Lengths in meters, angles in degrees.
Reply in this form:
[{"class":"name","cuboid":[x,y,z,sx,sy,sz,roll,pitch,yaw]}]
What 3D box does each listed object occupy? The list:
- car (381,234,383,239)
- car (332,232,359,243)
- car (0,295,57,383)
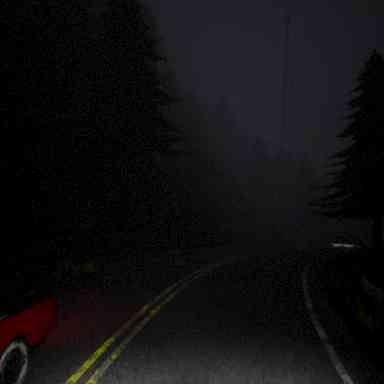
[{"class":"car","cuboid":[23.593,5.864,40.485,2.033,1.411,5.357,-1,-7,38]},{"class":"car","cuboid":[18.177,5.413,39.140,2.033,1.411,5.357,-1,-7,39]},{"class":"car","cuboid":[-3.019,1.603,2.469,1.895,1.301,4.718,0,-1,6]}]
